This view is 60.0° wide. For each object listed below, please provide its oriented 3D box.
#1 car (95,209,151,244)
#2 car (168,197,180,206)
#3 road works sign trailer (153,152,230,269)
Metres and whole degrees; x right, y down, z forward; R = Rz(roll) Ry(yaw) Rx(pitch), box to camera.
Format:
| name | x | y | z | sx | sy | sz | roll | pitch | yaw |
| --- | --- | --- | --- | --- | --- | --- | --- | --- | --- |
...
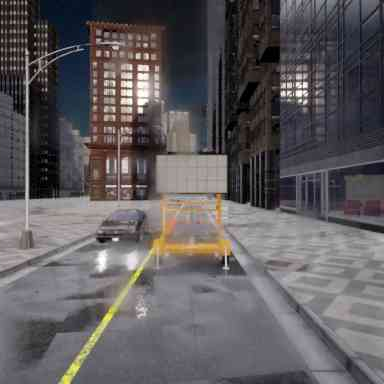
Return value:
| name | x | y | z | sx | sy | sz | roll | pitch | yaw |
| --- | --- | --- | --- | --- | --- | --- | --- | --- | --- |
| car | -3.109 | 1.550 | 16.195 | 2.033 | 1.411 | 5.357 | 0 | 0 | 0 |
| car | -3.024 | 1.602 | 55.938 | 1.812 | 1.442 | 4.674 | 0 | 0 | 0 |
| road works sign trailer | -0.004 | 0.465 | 11.091 | 2.380 | 3.560 | 2.880 | 0 | 0 | 0 |
